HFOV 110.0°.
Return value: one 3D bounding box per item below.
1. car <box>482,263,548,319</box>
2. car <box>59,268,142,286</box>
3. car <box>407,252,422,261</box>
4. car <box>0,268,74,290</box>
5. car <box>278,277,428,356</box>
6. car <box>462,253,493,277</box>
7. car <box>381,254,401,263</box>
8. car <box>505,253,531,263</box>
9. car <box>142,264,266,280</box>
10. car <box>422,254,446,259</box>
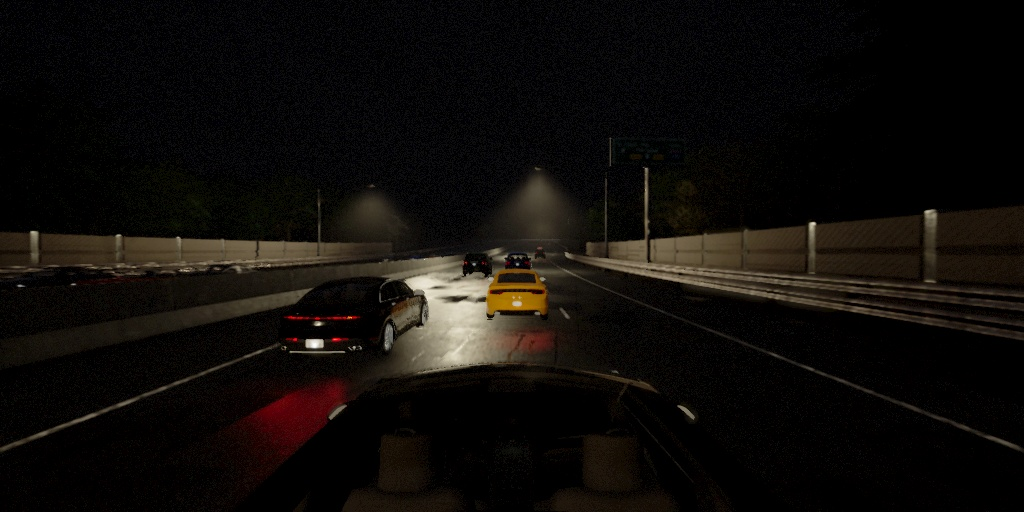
[{"bbox_3d":[0.172,1.192,12.668,1.882,1.535,5.008,0,0,1],"label":"car"},{"bbox_3d":[-17.478,1.277,17.053,1.895,1.301,4.718,0,0,1],"label":"car"},{"bbox_3d":[-16.054,0.429,60.022,1.812,1.442,4.674,0,2,3],"label":"car"},{"bbox_3d":[-20.978,1.243,16.616,1.994,1.385,4.181,0,0,1],"label":"car"},{"bbox_3d":[-3.362,1.240,8.551,1.837,1.490,4.892,0,0,0],"label":"car"},{"bbox_3d":[-2.984,0.717,31.652,2.150,2.045,5.566,0,1,1],"label":"car"},{"bbox_3d":[-19.628,0.474,58.540,1.812,1.442,4.674,0,2,3],"label":"car"},{"bbox_3d":[0.521,0.716,31.752,2.150,2.045,5.566,0,1,1],"label":"car"},{"bbox_3d":[-13.971,1.168,17.160,2.128,1.511,4.902,0,0,1],"label":"car"},{"bbox_3d":[-12.640,0.552,58.286,1.895,1.301,4.718,0,2,3],"label":"car"}]
